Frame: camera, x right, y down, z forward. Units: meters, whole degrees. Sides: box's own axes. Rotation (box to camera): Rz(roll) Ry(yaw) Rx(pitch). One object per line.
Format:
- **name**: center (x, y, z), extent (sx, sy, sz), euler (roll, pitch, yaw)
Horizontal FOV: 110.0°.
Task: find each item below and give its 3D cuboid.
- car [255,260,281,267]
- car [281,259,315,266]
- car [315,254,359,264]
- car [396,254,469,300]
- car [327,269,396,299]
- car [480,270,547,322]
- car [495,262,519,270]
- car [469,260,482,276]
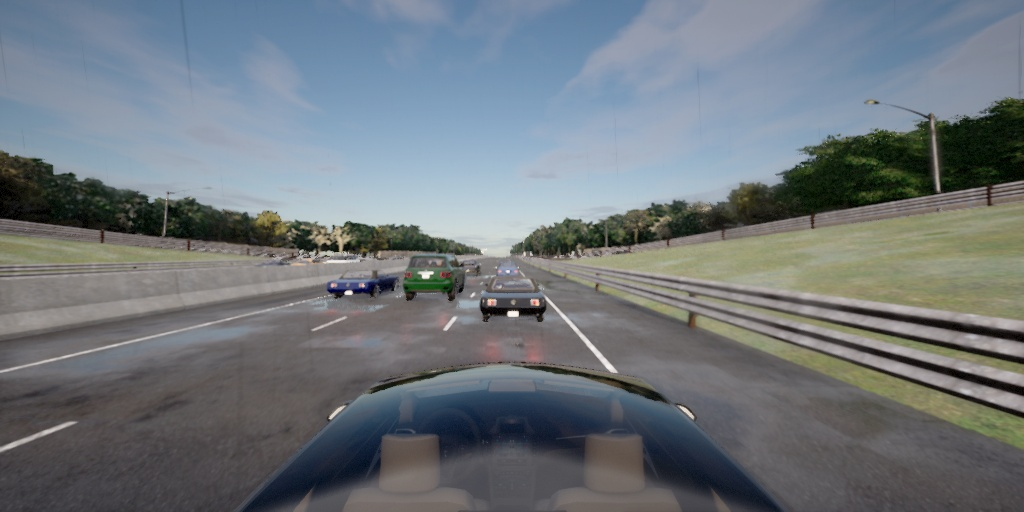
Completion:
- **car**: center (-25.282, 1.159, 38.080), extent (1.994, 1.385, 4.181), euler (0, 0, -1)
- **car**: center (-21.783, 1.074, 38.060), extent (1.882, 1.535, 5.008), euler (0, 0, -1)
- **car**: center (-18.292, 0.817, 38.427), extent (2.150, 2.045, 5.566), euler (0, 0, -1)
- **car**: center (-3.596, 0.915, 17.372), extent (2.150, 2.045, 5.566), euler (0, 0, -1)
- **car**: center (-7.104, 1.292, 17.715), extent (1.895, 1.301, 4.718), euler (0, 0, -1)
- **car**: center (0.003, 1.315, 12.186), extent (1.895, 1.301, 4.718), euler (0, 0, -1)
- **car**: center (-0.370, 1.192, 29.160), extent (2.033, 1.411, 5.357), euler (0, 0, -1)
- **car**: center (-4.000, 1.111, 34.420), extent (2.128, 1.511, 4.902), euler (0, 0, -1)
